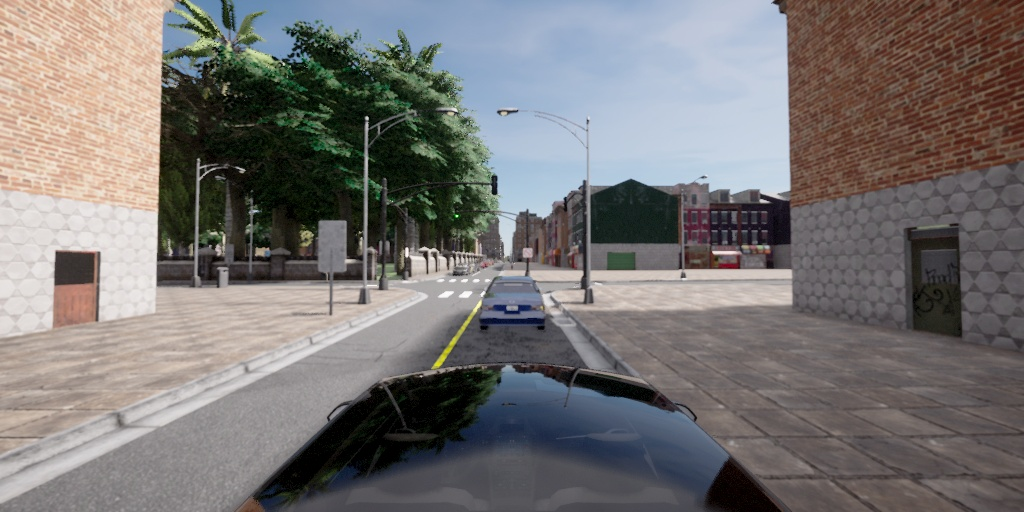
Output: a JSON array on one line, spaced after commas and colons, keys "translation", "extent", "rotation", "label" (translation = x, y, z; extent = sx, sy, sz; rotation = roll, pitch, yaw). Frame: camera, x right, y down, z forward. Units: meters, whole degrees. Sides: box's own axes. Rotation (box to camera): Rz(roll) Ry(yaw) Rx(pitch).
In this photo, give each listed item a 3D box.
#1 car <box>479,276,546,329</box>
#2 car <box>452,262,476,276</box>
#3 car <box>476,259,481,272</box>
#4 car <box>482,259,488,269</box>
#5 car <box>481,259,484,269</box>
[{"translation": [0.030, 1.328, 11.317], "extent": [2.033, 1.411, 5.357], "rotation": [0, 0, 1], "label": "car"}, {"translation": [-5.524, 1.438, 39.708], "extent": [2.007, 1.370, 4.403], "rotation": [0, 0, 0], "label": "car"}, {"translation": [-5.553, 1.469, 46.843], "extent": [2.007, 1.370, 4.403], "rotation": [0, 0, 0], "label": "car"}, {"translation": [-5.683, 1.587, 63.192], "extent": [1.802, 1.307, 4.207], "rotation": [0, 0, 0], "label": "car"}, {"translation": [-5.596, 1.511, 52.293], "extent": [1.948, 1.339, 4.313], "rotation": [0, 0, 0], "label": "car"}]
